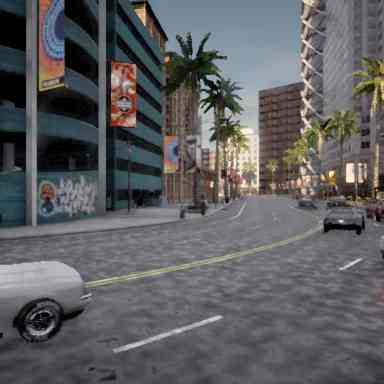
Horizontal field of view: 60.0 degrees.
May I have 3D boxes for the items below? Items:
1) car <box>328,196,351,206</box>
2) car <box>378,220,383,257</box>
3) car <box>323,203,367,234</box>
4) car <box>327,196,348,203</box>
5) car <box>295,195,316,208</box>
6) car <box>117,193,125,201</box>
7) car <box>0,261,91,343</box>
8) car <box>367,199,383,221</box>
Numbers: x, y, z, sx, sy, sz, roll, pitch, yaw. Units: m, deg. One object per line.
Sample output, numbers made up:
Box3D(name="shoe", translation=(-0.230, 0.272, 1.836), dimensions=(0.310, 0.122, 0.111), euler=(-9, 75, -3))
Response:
Box3D(name="car", translation=(24.198, 1.449, 54.745), dimensions=(2.231, 1.521, 4.892), euler=(0, 0, 10))
Box3D(name="car", translation=(7.741, 1.596, 11.164), dimensions=(1.895, 1.301, 4.718), euler=(0, 0, 39))
Box3D(name="car", translation=(8.982, 1.553, 19.595), dimensions=(1.994, 1.385, 4.181), euler=(0, 0, 29))
Box3D(name="car", translation=(19.168, 1.575, 43.837), dimensions=(1.895, 1.301, 4.718), euler=(0, 0, 10))
Box3D(name="car", translation=(16.362, 1.495, 47.884), dimensions=(1.812, 1.442, 4.674), euler=(0, 0, 11))
Box3D(name="car", translation=(-11.484, 0.980, 53.602), dimensions=(2.435, 2.045, 5.566), euler=(0, 0, 10))
Box3D(name="car", translation=(-4.003, 1.595, 4.824), dimensions=(4.718, 1.301, 1.895), euler=(0, 0, -34))
Box3D(name="car", translation=(15.276, 1.339, 26.401), dimensions=(2.097, 1.767, 4.553), euler=(0, 0, 17))
